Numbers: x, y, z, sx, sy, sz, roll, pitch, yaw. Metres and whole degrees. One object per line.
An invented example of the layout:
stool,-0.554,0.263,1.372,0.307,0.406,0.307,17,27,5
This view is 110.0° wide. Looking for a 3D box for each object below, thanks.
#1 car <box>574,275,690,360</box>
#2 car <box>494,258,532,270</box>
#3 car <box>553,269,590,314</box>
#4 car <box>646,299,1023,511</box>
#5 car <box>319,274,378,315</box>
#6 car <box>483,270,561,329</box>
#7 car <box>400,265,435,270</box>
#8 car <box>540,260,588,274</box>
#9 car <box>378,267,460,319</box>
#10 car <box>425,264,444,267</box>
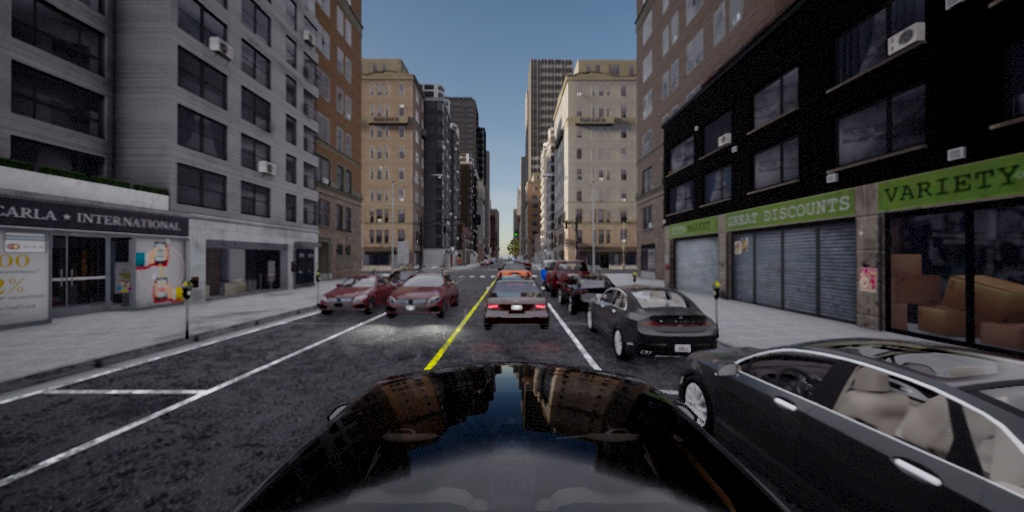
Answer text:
car,2.875,1.323,8.206,2.007,1.370,4.403,0,0,0
car,0.161,1.177,23.410,2.097,1.767,4.553,0,0,0
car,2.891,1.358,13.729,1.948,1.339,4.313,0,0,0
car,2.859,1.304,2.682,2.007,1.370,4.403,0,0,0
car,-5.635,1.374,13.746,1.802,1.307,4.207,0,0,0
car,0.125,1.332,11.404,2.033,1.411,5.357,0,0,0
car,-5.619,1.377,19.271,1.948,1.339,4.313,0,0,0
car,2.907,1.126,19.253,2.192,1.841,5.009,0,0,0
car,-3.061,1.316,13.170,1.812,1.442,4.674,0,0,0
car,-5.603,1.270,24.796,1.967,1.591,4.097,0,0,0
